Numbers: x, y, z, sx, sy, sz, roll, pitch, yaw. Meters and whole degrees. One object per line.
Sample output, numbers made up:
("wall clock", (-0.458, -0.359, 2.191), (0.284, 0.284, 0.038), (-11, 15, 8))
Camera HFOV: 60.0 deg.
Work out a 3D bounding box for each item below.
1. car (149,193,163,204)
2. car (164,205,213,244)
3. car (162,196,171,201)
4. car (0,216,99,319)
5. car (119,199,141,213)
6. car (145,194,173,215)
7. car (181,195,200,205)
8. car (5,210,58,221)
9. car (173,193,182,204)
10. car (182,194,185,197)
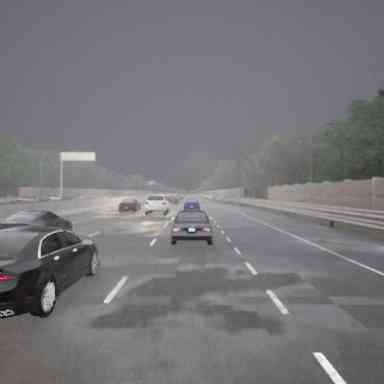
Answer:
("car", (-7.025, 1.327, 66.123), (2.150, 2.045, 5.566), (0, 0, 0))
("car", (-0.006, 1.568, 15.878), (2.033, 1.411, 5.357), (0, 0, 0))
("car", (-7.032, 1.698, 91.603), (2.033, 1.411, 5.357), (0, 0, 0))
("car", (-3.503, 1.515, 7.418), (1.837, 1.490, 4.892), (0, 0, 0))
("car", (-7.016, 1.532, 38.034), (1.882, 1.535, 5.008), (0, 0, 0))
("car", (-3.513, 1.271, 34.661), (2.150, 2.045, 5.566), (0, 0, 0))
("car", (-0.015, 1.537, 40.535), (1.882, 1.535, 5.008), (0, 0, 0))
("car", (-7.006, 1.545, 15.079), (1.812, 1.442, 4.674), (0, 0, 0))
("car", (-3.523, 1.453, 64.275), (2.097, 1.767, 4.553), (0, 0, 0))
("car", (-3.532, 1.514, 91.540), (2.097, 1.767, 4.553), (0, 0, 0))
